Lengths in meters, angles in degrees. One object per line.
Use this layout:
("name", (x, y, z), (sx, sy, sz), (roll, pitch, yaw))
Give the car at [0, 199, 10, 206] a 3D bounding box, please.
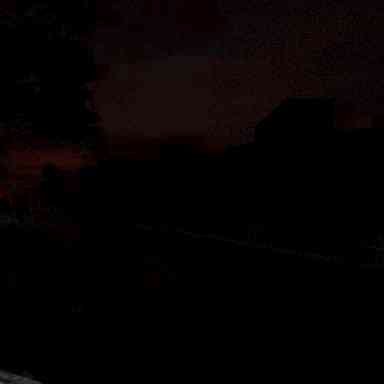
("car", (-46.272, 2.736, 79.937), (4.553, 1.767, 2.185), (0, -2, -34))
